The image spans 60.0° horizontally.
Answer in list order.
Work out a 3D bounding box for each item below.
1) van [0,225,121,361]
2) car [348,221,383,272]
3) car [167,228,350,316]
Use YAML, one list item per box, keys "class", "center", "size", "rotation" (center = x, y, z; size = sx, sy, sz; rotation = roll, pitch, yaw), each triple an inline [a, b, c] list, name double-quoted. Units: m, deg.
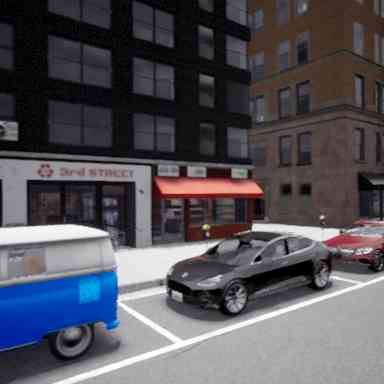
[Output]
- class: "van"
  center: [-2.969, 1.405, 4.410]
  size: [3.998, 1.788, 1.690]
  rotation: [0, -1, -36]
- class: "car"
  center: [5.931, 1.620, 10.881]
  size: [4.206, 1.307, 1.802]
  rotation: [0, -1, -36]
- class: "car"
  center: [1.482, 1.617, 7.644]
  size: [4.313, 1.339, 1.947]
  rotation: [0, -1, -36]
